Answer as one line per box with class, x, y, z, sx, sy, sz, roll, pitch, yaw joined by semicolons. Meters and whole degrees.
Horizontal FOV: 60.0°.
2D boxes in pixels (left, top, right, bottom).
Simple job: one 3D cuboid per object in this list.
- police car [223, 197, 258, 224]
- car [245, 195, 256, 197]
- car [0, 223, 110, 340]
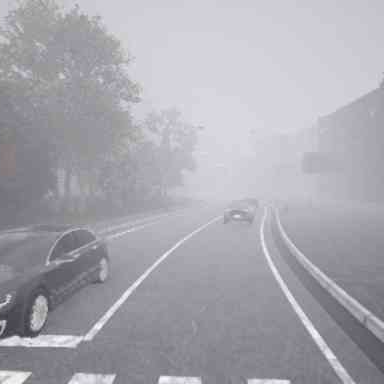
police car;3.469;1.383;23.874;2.038;1.542;4.974;1;1;13
car;7.348;1.100;41.953;1.882;1.535;5.008;1;1;9
car;-3.131;1.464;6.677;1.837;1.490;4.892;0;0;5
